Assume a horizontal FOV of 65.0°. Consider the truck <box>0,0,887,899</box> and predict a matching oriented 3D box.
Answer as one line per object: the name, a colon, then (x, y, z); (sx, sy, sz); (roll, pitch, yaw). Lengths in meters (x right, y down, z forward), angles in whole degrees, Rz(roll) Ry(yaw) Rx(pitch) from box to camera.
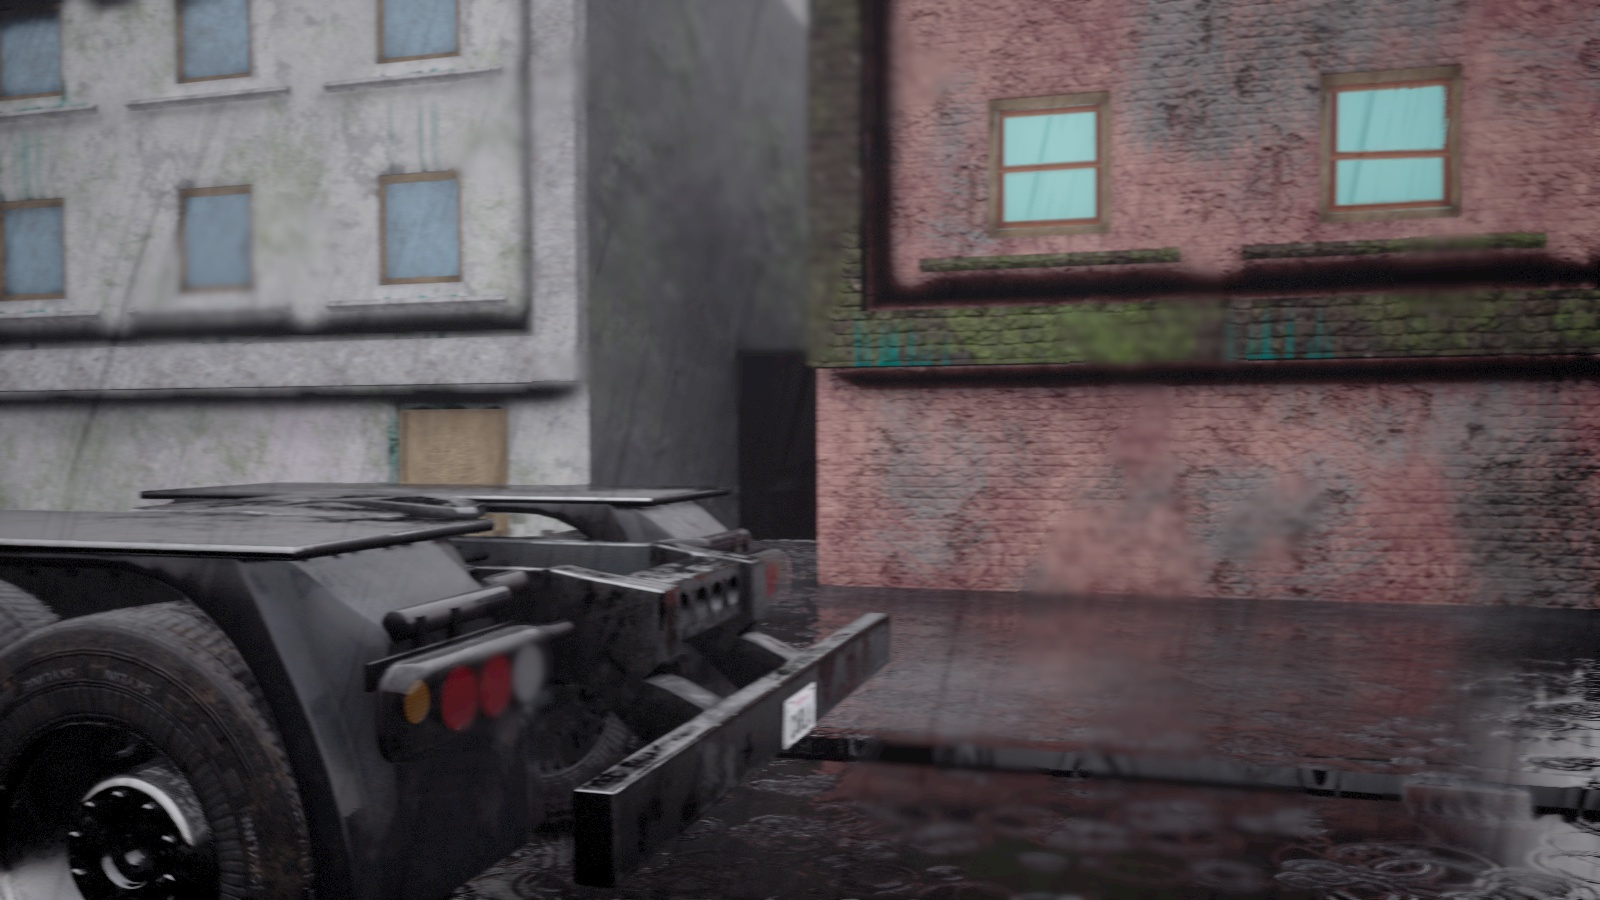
truck: (-3.863, -0.257, 4.944); (7.936, 3.462, 2.891); (0, 1, 17)
